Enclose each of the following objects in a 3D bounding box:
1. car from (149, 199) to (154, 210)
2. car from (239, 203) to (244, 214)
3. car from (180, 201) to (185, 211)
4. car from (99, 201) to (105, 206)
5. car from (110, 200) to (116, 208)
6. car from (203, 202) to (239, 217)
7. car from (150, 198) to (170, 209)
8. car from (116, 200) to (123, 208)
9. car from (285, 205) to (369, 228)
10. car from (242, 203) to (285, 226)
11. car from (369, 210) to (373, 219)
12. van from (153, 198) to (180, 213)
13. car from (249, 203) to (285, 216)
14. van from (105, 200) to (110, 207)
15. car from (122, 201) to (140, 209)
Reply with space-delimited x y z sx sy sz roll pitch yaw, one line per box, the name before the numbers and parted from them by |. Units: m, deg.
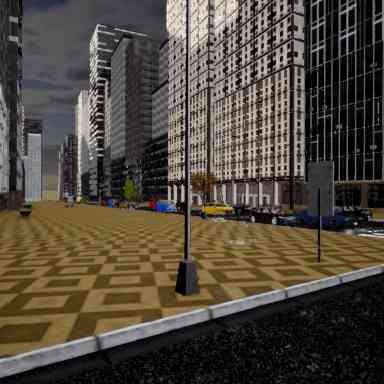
car | -5.660 2.130 56.811 2.150 2.045 5.566 0 -1 -26
car | 6.423 2.168 44.746 1.947 1.339 4.313 -1 -1 -26
car | -1.899 2.346 56.135 1.837 1.490 4.892 0 -1 -26
car | -23.022 3.053 86.762 1.887 1.381 4.507 -1 -1 -26
car | -15.726 2.731 71.550 1.887 1.381 4.507 -1 -1 -26
car | 2.995 1.979 38.538 1.882 1.535 5.008 0 -1 -26
car | -6.409 2.257 65.537 2.150 2.045 5.566 0 -1 -26
car | -13.221 2.602 66.326 1.752 1.417 4.829 -1 -1 -26
car | 9.724 1.773 24.534 2.033 1.411 5.357 0 -1 -26
car | 6.164 1.814 25.908 2.008 1.369 4.403 -1 -1 -26
car | 13.719 1.854 29.532 2.008 1.369 4.403 -1 -1 -26
van | -3.569 2.005 46.197 1.690 1.788 3.998 -1 -1 -26
car | 8.855 2.068 39.675 1.947 1.339 4.313 -1 -1 -26
van | -18.161 2.635 76.623 1.690 1.788 3.998 -1 -1 -26
car | -10.862 2.525 61.407 2.008 1.369 4.403 -1 -1 -26
